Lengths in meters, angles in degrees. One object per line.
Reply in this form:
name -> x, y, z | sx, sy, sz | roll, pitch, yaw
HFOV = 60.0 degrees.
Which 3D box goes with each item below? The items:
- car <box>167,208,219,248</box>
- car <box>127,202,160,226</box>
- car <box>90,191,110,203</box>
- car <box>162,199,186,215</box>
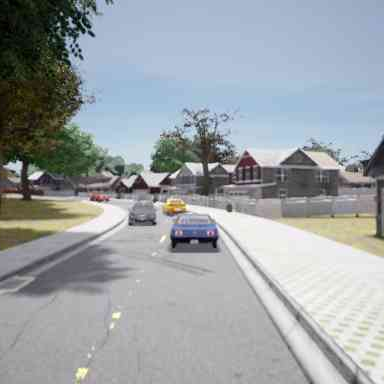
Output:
car -> 0.066, 1.588, 14.800 | 1.895, 1.301, 4.718 | 0, 0, -1
car -> -3.380, 1.466, 23.316 | 1.837, 1.490, 4.892 | 0, 0, -6
car -> -17.178, 0.879, 61.884 | 2.150, 2.045, 5.566 | 1, 1, -34
car -> -1.810, 1.401, 32.807 | 1.882, 1.535, 5.008 | 0, 0, -11
